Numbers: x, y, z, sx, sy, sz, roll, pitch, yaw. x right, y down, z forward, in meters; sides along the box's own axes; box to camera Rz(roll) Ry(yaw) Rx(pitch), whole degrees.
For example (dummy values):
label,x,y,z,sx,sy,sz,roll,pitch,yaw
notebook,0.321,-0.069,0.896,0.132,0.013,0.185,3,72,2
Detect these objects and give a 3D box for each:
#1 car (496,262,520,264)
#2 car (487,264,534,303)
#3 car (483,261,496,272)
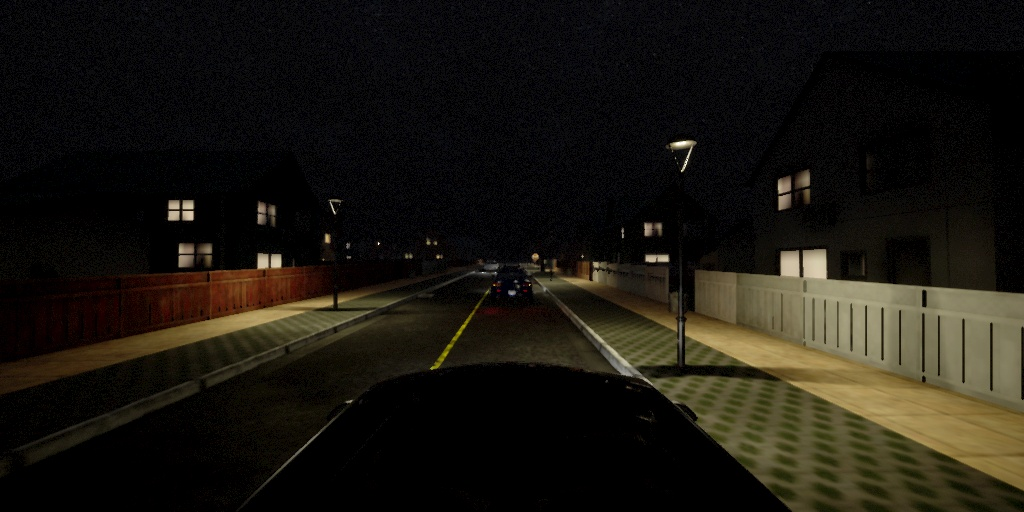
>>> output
label,x,y,z,sx,sy,sz,roll,pitch,yaw
car,0.000,1.267,31.511,2.128,1.511,4.902,0,0,0
car,0.000,1.290,16.505,1.812,1.442,4.674,0,0,0
car,-2.750,1.361,47.516,1.812,1.442,4.674,0,0,0
